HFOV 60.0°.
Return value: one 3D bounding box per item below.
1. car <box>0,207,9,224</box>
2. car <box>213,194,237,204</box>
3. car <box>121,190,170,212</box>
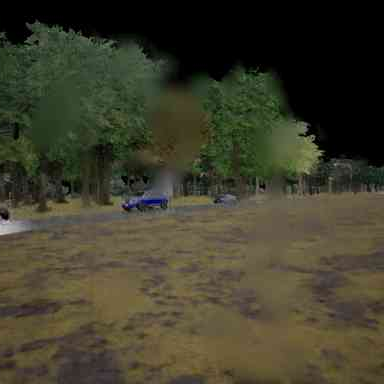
[{"bbox_3d":[-13.588,1.354,19.894,1.882,1.535,5.008,-3,-1,25],"label":"car"},{"bbox_3d":[4.658,0.952,46.749,1.994,1.385,4.181,-3,-1,35],"label":"car"},{"bbox_3d":[-4.599,0.854,33.696,2.150,2.045,5.566,-3,-1,35],"label":"car"}]
